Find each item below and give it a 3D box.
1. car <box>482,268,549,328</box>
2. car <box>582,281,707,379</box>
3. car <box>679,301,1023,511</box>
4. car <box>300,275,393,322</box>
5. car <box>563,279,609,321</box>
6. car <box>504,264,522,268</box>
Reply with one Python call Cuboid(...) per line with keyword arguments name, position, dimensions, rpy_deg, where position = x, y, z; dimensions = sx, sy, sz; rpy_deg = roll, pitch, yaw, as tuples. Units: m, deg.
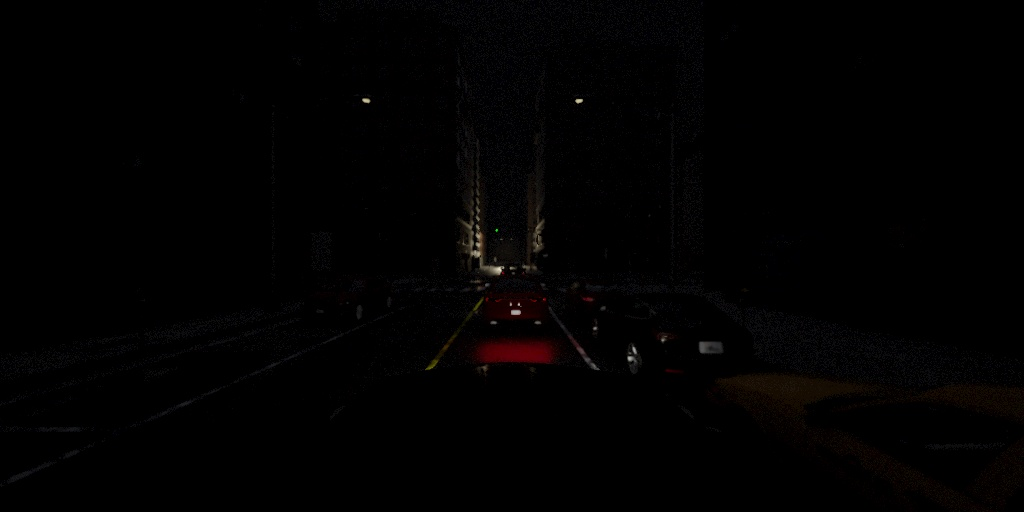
Cuboid(name="car", position=(0.103, 1.342, 11.873), dimensions=(1.882, 1.535, 5.008), rpy_deg=(0, 0, 0))
Cuboid(name="car", position=(2.878, 1.378, 7.235), dimensions=(1.948, 1.339, 4.313), rpy_deg=(0, 0, 0))
Cuboid(name="car", position=(2.874, 1.274, 1.819), dimensions=(1.751, 1.417, 4.829), rpy_deg=(0, 0, 0))
Cuboid(name="car", position=(-5.664, 1.420, 12.823), dimensions=(1.888, 1.381, 4.507), rpy_deg=(0, 0, 0))
Cuboid(name="car", position=(2.881, 1.457, 12.821), dimensions=(1.802, 1.307, 4.207), rpy_deg=(0, 0, 0))
Cuboid(name="car", position=(0.107, 1.416, 30.101), dimensions=(2.097, 1.767, 4.553), rpy_deg=(0, -1, 0))
